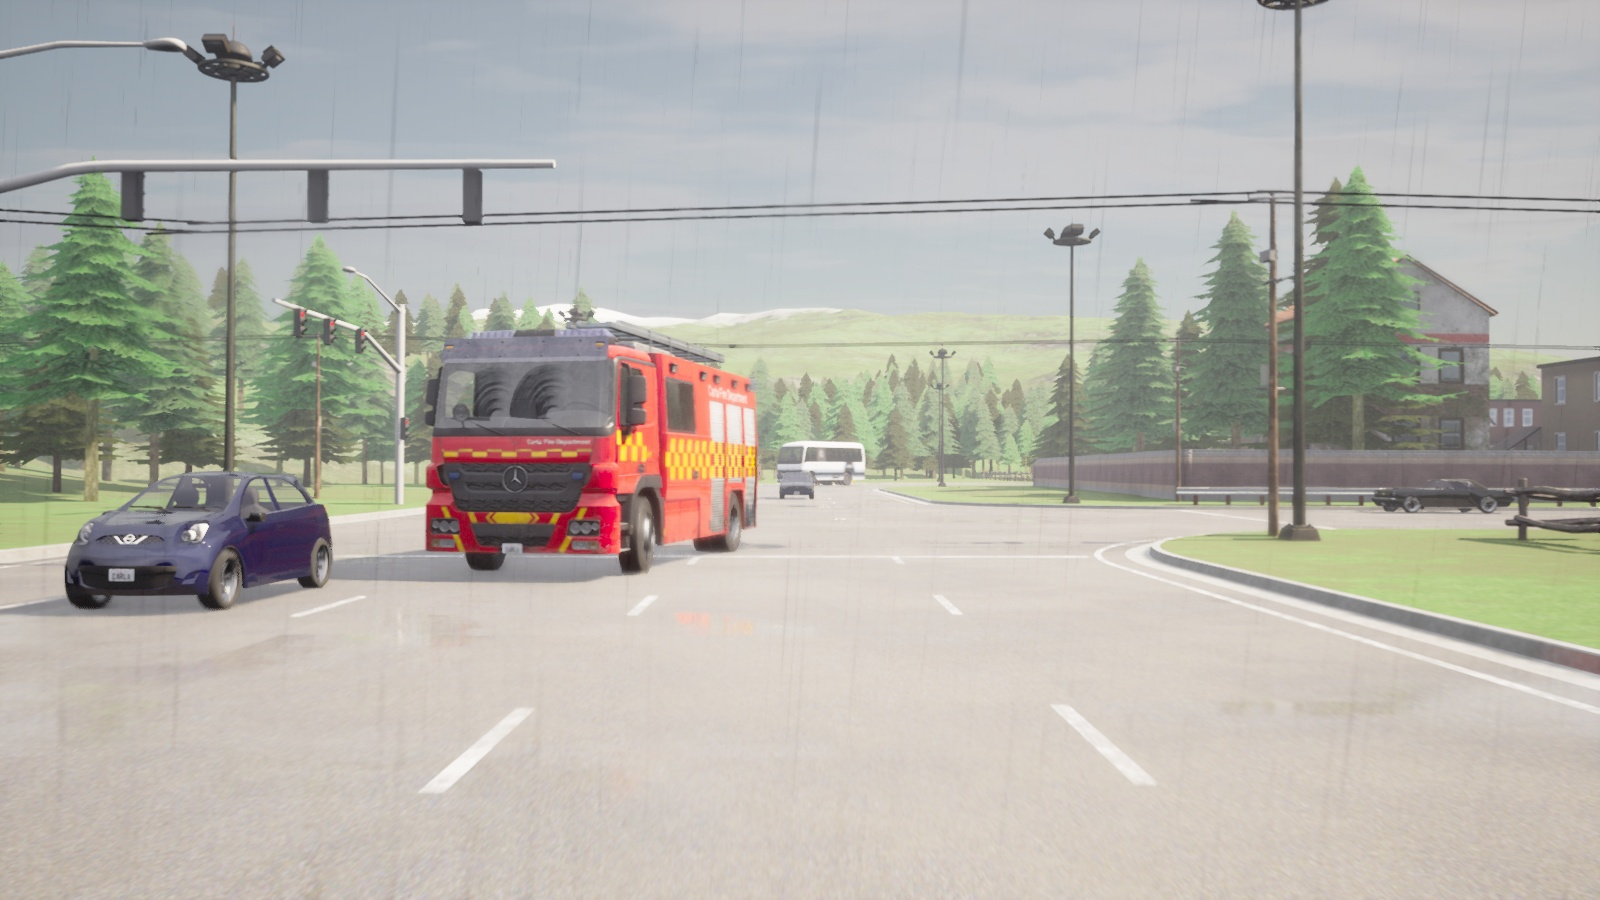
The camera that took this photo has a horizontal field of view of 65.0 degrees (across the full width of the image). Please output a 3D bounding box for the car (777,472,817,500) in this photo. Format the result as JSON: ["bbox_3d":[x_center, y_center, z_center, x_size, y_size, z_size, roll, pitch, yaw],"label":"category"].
[{"bbox_3d":[-0.152,1.905,67.654,2.033,1.411,5.357,0,-1,0],"label":"car"}]

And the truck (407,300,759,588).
[{"bbox_3d":[-3.119,-0.014,21.126,2.891,3.827,8.468,-1,-1,12],"label":"truck"}]

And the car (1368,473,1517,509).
[{"bbox_3d":[24.527,1.556,48.035,4.718,1.301,1.895,0,-1,-1],"label":"car"}]

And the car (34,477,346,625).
[{"bbox_3d":[-6.955,1.083,14.782,1.845,1.501,3.633,0,-1,1],"label":"car"}]
